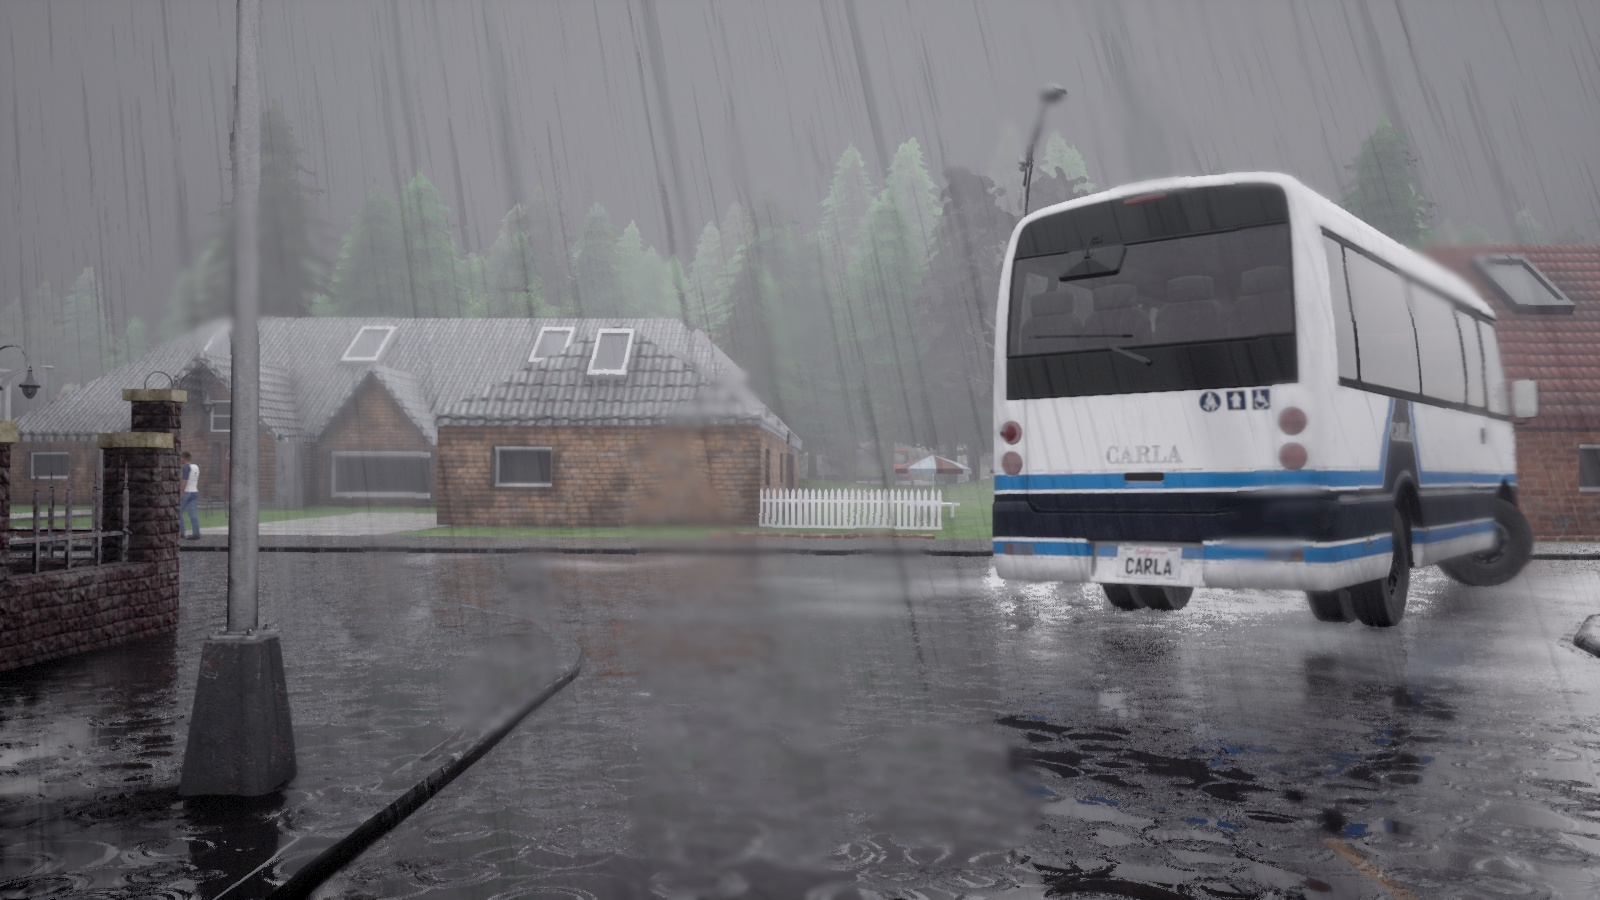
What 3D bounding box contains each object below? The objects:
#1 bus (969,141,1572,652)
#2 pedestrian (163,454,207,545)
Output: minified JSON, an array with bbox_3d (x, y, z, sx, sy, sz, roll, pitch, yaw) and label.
[{"bbox_3d":[6.526,-0.326,15.676,3.944,4.253,10.273,-2,-2,39],"label":"bus"},{"bbox_3d":[-12.579,1.005,25.690,0.706,1.836,0.354,0,-1,4],"label":"pedestrian"}]
